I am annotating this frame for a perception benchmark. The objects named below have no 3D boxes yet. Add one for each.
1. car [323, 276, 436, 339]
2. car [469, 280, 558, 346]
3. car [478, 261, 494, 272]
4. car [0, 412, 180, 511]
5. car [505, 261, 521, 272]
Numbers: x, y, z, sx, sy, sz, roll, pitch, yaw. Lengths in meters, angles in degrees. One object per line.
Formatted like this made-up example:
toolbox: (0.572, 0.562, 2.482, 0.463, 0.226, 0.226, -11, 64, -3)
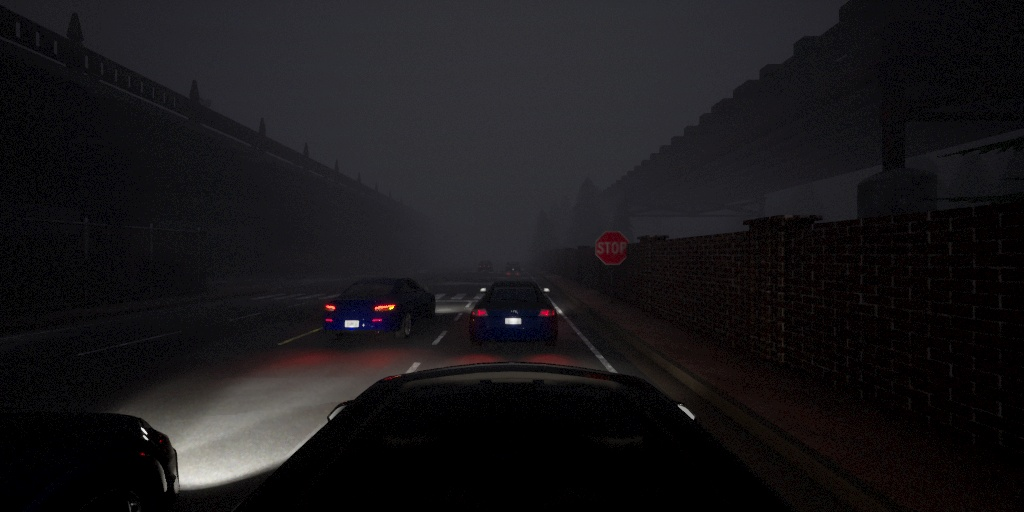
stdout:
car: (-3.411, 1.276, 9.930, 1.812, 1.442, 4.674, 0, 0, 0)
car: (0.070, 1.314, 9.407, 1.994, 1.385, 4.181, 0, 0, 1)
car: (-3.386, 1.297, 46.021, 2.033, 1.411, 5.357, 0, 0, -1)
car: (-3.399, 1.314, 0.835, 1.994, 1.385, 4.181, 0, 0, 0)
car: (0.109, 1.351, 46.211, 1.895, 1.301, 4.718, 0, 0, -1)
